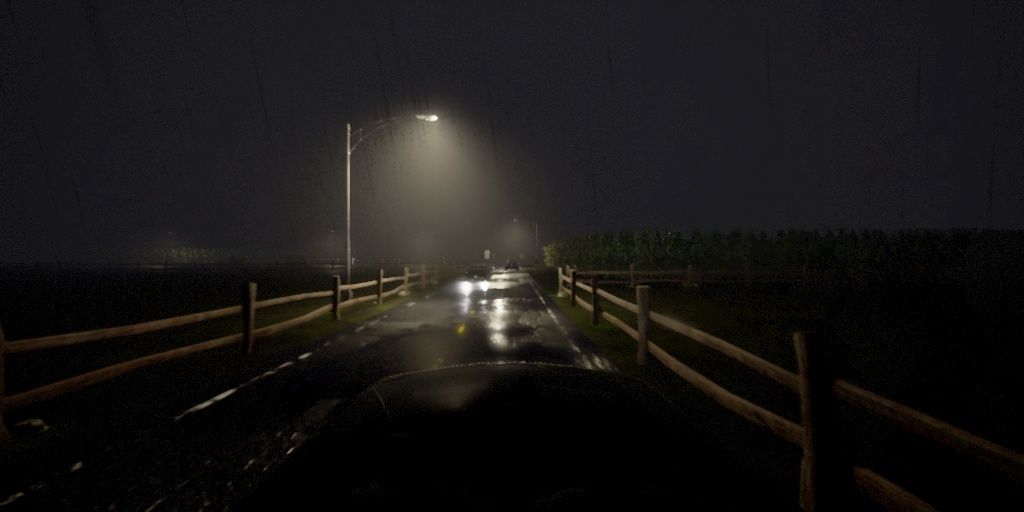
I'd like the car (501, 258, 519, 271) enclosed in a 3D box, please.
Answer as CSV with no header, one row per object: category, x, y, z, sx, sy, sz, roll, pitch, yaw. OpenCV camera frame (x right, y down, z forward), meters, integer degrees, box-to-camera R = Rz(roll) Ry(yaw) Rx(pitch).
car,-0.007,1.249,48.975,2.033,1.411,5.357,0,0,0

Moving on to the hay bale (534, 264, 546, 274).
hay bale,3.113,1.370,39.611,1.220,1.180,1.240,0,0,0

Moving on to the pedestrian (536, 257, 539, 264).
pedestrian,2.813,1.006,40.697,0.375,1.860,0.375,-1,1,-5

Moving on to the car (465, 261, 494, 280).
car,-2.856,1.326,30.536,1.895,1.301,4.718,0,0,0
